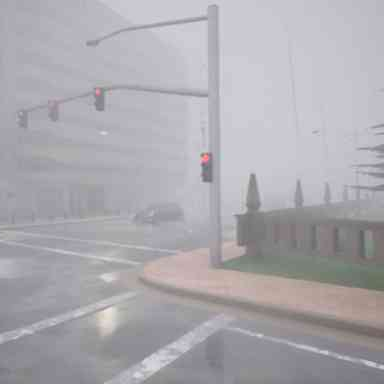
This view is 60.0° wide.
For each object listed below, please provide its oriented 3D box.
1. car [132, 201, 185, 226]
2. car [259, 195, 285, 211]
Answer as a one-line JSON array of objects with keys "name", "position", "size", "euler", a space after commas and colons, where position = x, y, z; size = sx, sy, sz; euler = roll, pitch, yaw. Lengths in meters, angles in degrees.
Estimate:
[{"name": "car", "position": [-2.585, 1.626, 26.371], "size": [2.097, 1.767, 4.553], "euler": [-1, -1, 35]}, {"name": "car", "position": [10.897, 1.497, 45.557], "size": [2.150, 2.045, 5.566], "euler": [-1, -1, 35]}]
